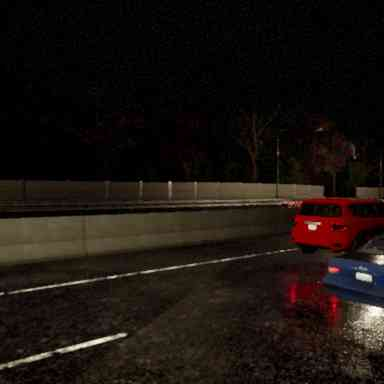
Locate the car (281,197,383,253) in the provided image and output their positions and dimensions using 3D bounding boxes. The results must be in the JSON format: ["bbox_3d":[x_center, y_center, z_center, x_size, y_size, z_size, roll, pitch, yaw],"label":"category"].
[{"bbox_3d":[6.101,1.254,12.395,5.566,2.045,2.150,0,0,-35],"label":"car"}]

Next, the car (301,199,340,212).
[{"bbox_3d":[15.901,1.597,41.104,4.902,1.511,2.128,0,0,-35],"label":"car"}]

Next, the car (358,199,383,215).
[{"bbox_3d":[20.112,1.598,35.515,4.902,1.511,2.128,0,0,-35],"label":"car"}]

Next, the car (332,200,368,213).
[{"bbox_3d":[18.378,1.672,38.578,4.181,1.385,1.994,0,0,-35],"label":"car"}]

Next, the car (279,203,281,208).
[{"bbox_3d":[13.580,1.456,43.749,4.553,1.767,2.097,0,0,-35],"label":"car"}]

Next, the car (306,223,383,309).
[{"bbox_3d":[5.108,1.570,7.390,5.357,1.411,2.033,0,0,-35],"label":"car"}]
